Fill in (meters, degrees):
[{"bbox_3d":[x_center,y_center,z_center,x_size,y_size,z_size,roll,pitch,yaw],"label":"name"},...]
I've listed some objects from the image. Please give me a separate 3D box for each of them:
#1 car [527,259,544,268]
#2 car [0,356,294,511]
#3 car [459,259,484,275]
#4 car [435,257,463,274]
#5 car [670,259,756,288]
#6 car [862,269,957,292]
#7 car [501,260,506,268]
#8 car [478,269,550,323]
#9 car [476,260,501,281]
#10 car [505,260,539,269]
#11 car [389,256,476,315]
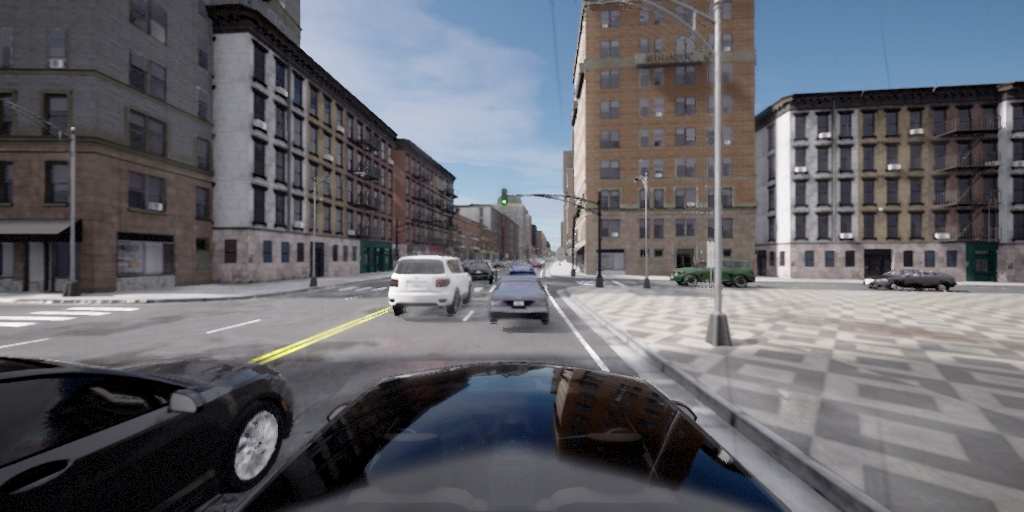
[{"bbox_3d":[4.279,1.498,65.302,1.994,1.385,4.181,0,0,8],"label":"car"},{"bbox_3d":[-3.116,1.254,1.652,1.837,1.490,4.892,0,0,0],"label":"car"},{"bbox_3d":[-4.747,1.247,43.031,2.097,1.767,4.553,0,0,5],"label":"car"},{"bbox_3d":[-7.827,1.121,45.065,2.150,2.045,5.566,0,0,4],"label":"car"},{"bbox_3d":[14.690,1.264,26.418,5.566,2.045,2.150,1,0,7],"label":"car"},{"bbox_3d":[27.404,1.659,24.856,4.902,1.511,2.128,0,0,7],"label":"car"},{"bbox_3d":[-2.359,1.498,64.696,1.994,1.385,4.181,0,0,8],"label":"car"},{"bbox_3d":[0.256,1.341,12.238,2.033,1.411,5.357,0,0,2],"label":"car"},{"bbox_3d":[-2.328,1.205,28.378,2.097,1.767,4.553,0,0,3],"label":"car"},{"bbox_3d":[0.800,1.324,26.069,1.882,1.535,5.008,0,0,3],"label":"car"},{"bbox_3d":[-2.937,1.022,13.982,2.150,2.045,5.566,0,0,2],"label":"car"}]
